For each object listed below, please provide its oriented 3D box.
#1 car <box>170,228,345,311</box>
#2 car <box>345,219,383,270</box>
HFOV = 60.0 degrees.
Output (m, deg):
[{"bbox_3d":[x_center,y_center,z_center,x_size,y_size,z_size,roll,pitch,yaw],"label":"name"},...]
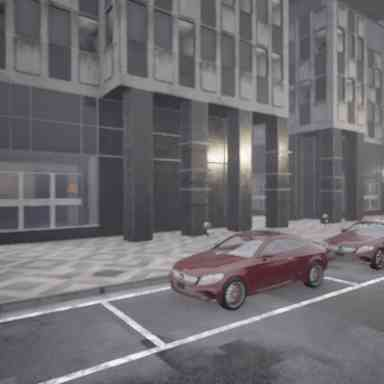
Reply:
[{"bbox_3d":[1.486,1.584,7.715,4.206,1.307,1.802,0,0,-36],"label":"car"},{"bbox_3d":[6.044,1.586,10.971,4.206,1.307,1.802,0,0,-36],"label":"car"}]
